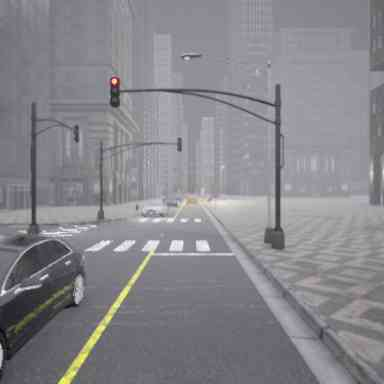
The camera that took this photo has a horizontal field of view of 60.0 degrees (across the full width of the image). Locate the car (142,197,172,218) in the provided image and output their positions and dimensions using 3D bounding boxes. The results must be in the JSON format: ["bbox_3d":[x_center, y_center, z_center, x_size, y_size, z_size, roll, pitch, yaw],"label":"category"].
[{"bbox_3d":[-3.267,1.490,30.210,1.812,1.442,4.674,0,0,4],"label":"car"}]

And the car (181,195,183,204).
[{"bbox_3d":[-2.981,1.159,63.085,2.150,2.045,5.566,0,0,0],"label":"car"}]

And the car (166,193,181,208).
[{"bbox_3d":[-3.066,1.301,46.783,2.097,1.767,4.553,0,0,0],"label":"car"}]

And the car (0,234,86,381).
[{"bbox_3d":[-3.099,1.499,5.084,1.837,1.490,4.892,0,0,0],"label":"car"}]

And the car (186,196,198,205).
[{"bbox_3d":[0.018,1.422,57.914,1.882,1.535,5.008,0,0,0],"label":"car"}]
